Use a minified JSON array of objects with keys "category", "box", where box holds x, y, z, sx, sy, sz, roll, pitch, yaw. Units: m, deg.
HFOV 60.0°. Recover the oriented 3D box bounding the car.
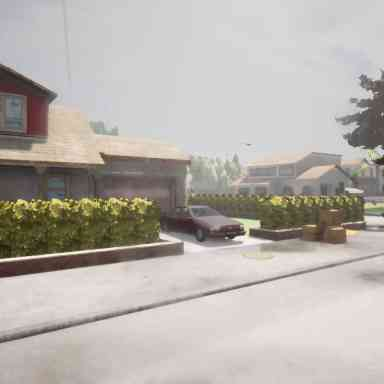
[{"category":"car","box":[0.137,1.356,15.506,2.033,1.415,5.357,0,0,-33]}]
